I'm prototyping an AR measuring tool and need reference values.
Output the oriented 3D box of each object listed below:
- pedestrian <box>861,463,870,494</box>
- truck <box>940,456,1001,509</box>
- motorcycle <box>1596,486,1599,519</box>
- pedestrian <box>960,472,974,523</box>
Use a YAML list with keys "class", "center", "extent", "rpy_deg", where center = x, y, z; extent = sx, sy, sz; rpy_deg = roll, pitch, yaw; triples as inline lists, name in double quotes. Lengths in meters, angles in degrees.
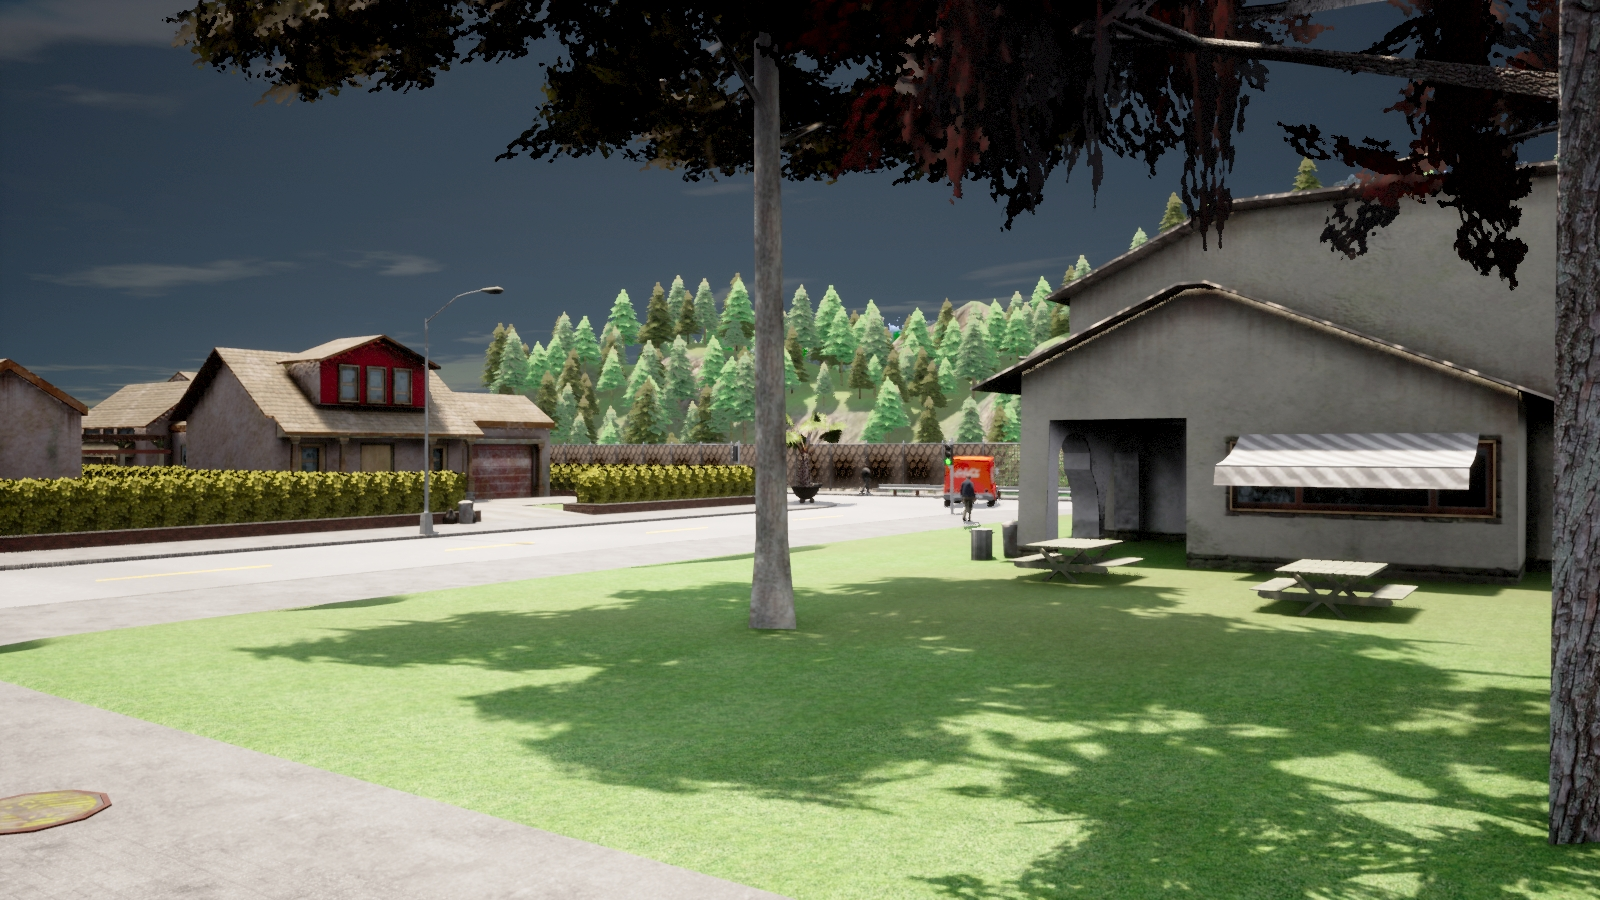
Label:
- class: "pedestrian"
  center: [3.977, 1.745, 69.252]
  extent: [0.375, 1.860, 0.375]
  rpy_deg: [0, 0, 38]
- class: "truck"
  center: [8.732, 1.582, 58.114]
  extent: [2.627, 2.467, 5.204]
  rpy_deg: [0, 1, 13]
- class: "motorcycle"
  center: [33.613, 2.155, 46.195]
  extent: [2.356, 1.307, 0.764]
  rpy_deg: [0, 0, 35]
- class: "pedestrian"
  center: [6.124, 1.737, 41.882]
  extent: [0.375, 1.860, 0.375]
  rpy_deg: [0, 0, 35]
